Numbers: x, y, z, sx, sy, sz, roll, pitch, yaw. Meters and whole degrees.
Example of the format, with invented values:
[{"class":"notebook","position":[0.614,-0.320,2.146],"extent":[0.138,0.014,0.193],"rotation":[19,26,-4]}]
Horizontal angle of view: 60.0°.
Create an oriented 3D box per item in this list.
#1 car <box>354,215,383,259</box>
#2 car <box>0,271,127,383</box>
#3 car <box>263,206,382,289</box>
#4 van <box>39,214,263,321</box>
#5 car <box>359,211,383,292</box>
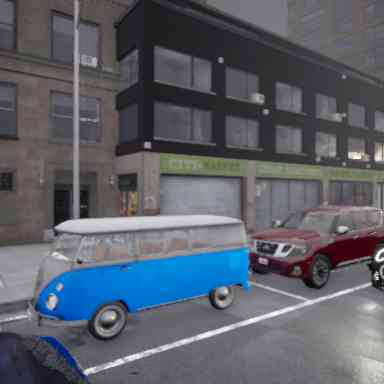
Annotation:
[{"class":"car","position":[8.261,1.622,12.648],"extent":[4.313,1.339,1.947],"rotation":[0,0,-35]},{"class":"car","position":[-2.551,1.559,1.552],"extent":[4.181,1.385,1.994],"rotation":[0,0,-35]},{"class":"car","position":[3.763,1.349,9.444],"extent":[5.009,1.841,2.192],"rotation":[0,0,-35]},{"class":"van","position":[-0.736,1.353,6.239],"extent":[3.998,1.788,1.690],"rotation":[0,0,-35]},{"class":"car","position":[6.177,1.390,7.763],"extent":[4.553,1.767,2.097],"rotation":[0,0,-35]}]
